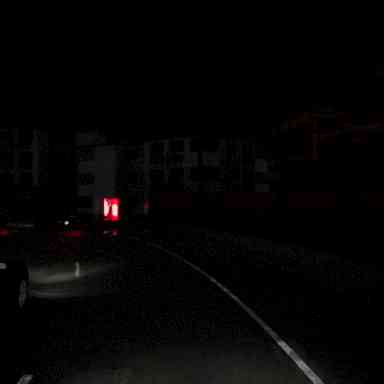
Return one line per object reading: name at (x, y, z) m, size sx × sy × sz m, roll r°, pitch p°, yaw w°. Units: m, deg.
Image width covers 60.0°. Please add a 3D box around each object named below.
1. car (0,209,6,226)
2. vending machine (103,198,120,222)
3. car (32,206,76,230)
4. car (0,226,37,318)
car at (-15.485, 1.666, 24.337) m, size 4.553 × 1.767 × 2.097 m, roll -1°, pitch -1°, yaw 41°
vending machine at (-7.176, 1.552, 29.652) m, size 0.880 × 2.100 × 1.100 m, roll -1°, pitch -1°, yaw 43°
car at (-9.959, 1.804, 23.940) m, size 1.837 × 1.490 × 4.892 m, roll 1°, pitch -1°, yaw -42°
car at (-4.005, 1.542, 4.760) m, size 1.882 × 1.535 × 5.008 m, roll 0°, pitch -1°, yaw -8°
